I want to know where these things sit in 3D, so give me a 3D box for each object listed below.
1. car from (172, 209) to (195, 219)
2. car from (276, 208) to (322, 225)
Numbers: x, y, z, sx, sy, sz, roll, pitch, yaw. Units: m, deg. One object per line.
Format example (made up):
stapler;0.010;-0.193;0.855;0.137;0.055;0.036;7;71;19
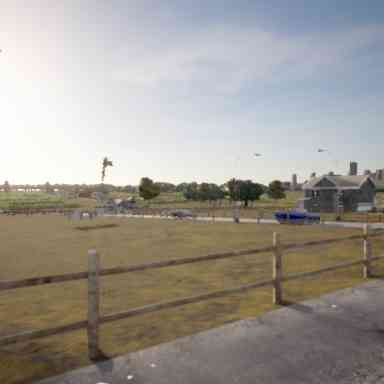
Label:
car;-1.260;3.297;50.364;1.812;1.442;4.674;0;-3;-35
car;10.789;2.400;33.485;1.882;1.535;5.008;0;-3;-36
